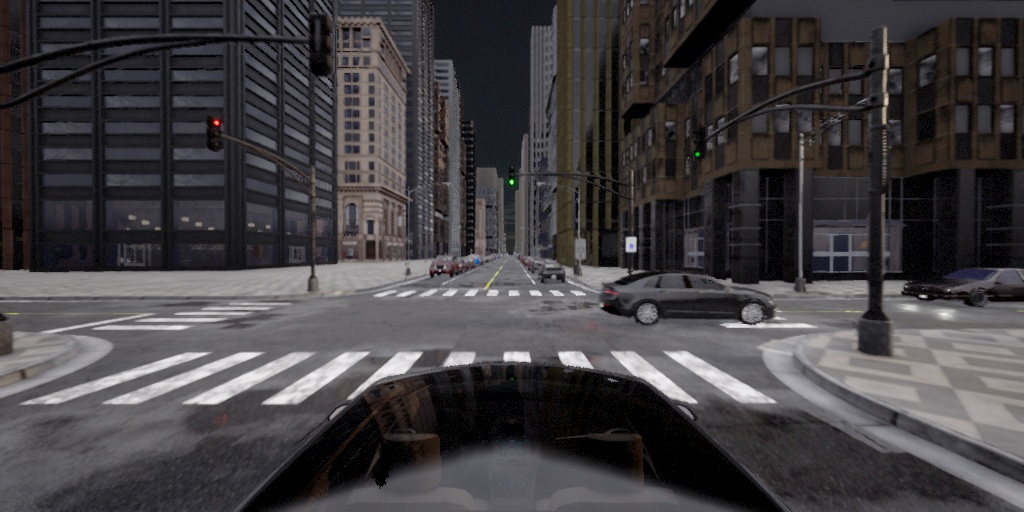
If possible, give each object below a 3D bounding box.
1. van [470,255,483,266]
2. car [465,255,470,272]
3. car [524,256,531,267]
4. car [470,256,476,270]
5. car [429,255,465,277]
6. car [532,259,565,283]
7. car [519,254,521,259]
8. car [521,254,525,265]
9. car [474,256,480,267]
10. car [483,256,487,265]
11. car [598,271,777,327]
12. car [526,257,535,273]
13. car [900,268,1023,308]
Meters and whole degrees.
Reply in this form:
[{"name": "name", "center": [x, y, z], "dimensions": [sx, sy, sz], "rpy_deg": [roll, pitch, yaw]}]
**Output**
[{"name": "van", "center": [-5.772, 0.692, 53.784], "dimensions": [1.690, 1.789, 3.998], "rpy_deg": [0, 0, 0]}, {"name": "car", "center": [-5.769, 0.918, 36.864], "dimensions": [1.967, 1.591, 4.097], "rpy_deg": [0, 0, 0]}, {"name": "car", "center": [2.755, 0.981, 42.515], "dimensions": [1.888, 1.381, 4.507], "rpy_deg": [0, 0, 0]}, {"name": "car", "center": [-5.770, 1.001, 42.504], "dimensions": [1.948, 1.339, 4.313], "rpy_deg": [0, 0, 0]}, {"name": "car", "center": [-5.768, 0.835, 31.222], "dimensions": [2.192, 1.841, 5.009], "rpy_deg": [0, 0, 0]}, {"name": "car", "center": [2.758, 1.115, 25.593], "dimensions": [2.007, 1.370, 4.403], "rpy_deg": [0, 0, 0]}, {"name": "car", "center": [2.751, 0.710, 65.076], "dimensions": [1.967, 1.591, 4.097], "rpy_deg": [0, 0, 0]}, {"name": "car", "center": [2.753, 0.792, 53.795], "dimensions": [1.967, 1.591, 4.097], "rpy_deg": [0, 0, 0]}, {"name": "car", "center": [-5.771, 0.975, 48.144], "dimensions": [1.802, 1.307, 4.207], "rpy_deg": [0, 0, 0]}, {"name": "car", "center": [-5.773, 0.750, 59.425], "dimensions": [1.967, 1.591, 4.097], "rpy_deg": [0, 0, 0]}, {"name": "car", "center": [5.069, 1.194, 10.638], "dimensions": [4.892, 1.490, 1.837], "rpy_deg": [0, 1, 0]}, {"name": "car", "center": [2.756, 1.029, 36.874], "dimensions": [2.007, 1.370, 4.403], "rpy_deg": [0, 0, 0]}, {"name": "car", "center": [18.454, 1.158, 13.797], "dimensions": [5.357, 1.411, 2.033], "rpy_deg": [0, 1, 0]}]
